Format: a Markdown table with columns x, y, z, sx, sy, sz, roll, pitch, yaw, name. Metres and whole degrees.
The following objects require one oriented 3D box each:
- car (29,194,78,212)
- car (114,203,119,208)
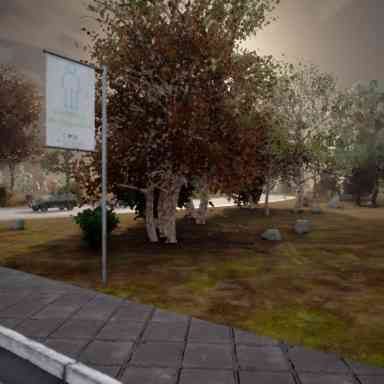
| x | y | z | sx | sy | sz | roll | pitch | yaw | name |
| --- | --- | --- | --- | --- | --- | --- | --- | --- | --- |
| -16.531 | 1.210 | 39.939 | 2.150 | 2.045 | 5.566 | 0 | 0 | 38 | car |
| -10.141 | 1.460 | 48.167 | 1.837 | 1.490 | 4.892 | 0 | 0 | 37 | car |
